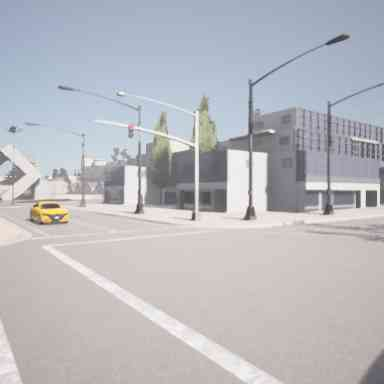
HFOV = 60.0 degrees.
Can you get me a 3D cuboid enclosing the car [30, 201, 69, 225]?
[{"bbox_3d":[-10.394,1.446,24.135,1.882,1.535,5.008,0,0,-35],"label":"car"}]
